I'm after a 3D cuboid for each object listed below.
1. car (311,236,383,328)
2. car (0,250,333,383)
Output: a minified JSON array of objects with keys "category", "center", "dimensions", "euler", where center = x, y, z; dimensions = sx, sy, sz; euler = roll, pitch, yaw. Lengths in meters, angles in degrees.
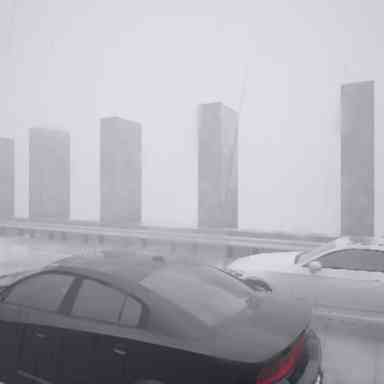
[{"category":"car","center":[2.907,1.525,5.898],"dimensions":[4.674,1.442,1.812],"euler":[0,0,28]},{"category":"car","center":[-1.098,1.476,4.071],"dimensions":[5.008,1.535,1.882],"euler":[0,0,28]}]
